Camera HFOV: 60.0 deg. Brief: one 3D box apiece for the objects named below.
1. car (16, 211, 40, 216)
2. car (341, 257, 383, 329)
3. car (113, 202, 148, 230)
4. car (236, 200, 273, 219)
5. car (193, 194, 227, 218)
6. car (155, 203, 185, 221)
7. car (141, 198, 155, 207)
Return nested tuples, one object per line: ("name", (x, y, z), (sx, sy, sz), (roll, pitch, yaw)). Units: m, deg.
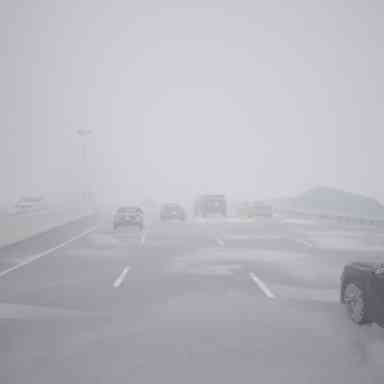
("car", (-17.871, 1.478, 37.079), (2.150, 2.045, 5.566), (-1, 0, -11))
("car", (3.655, 1.444, 4.134), (2.128, 1.511, 4.902), (-1, 0, -2))
("car", (-4.123, 1.612, 21.870), (2.033, 1.411, 5.357), (-1, 0, -9))
("car", (5.249, 1.419, 28.603), (1.882, 1.535, 5.008), (0, 0, -9))
("car", (1.596, 1.213, 30.417), (2.150, 2.045, 5.566), (0, 0, -10))
("car", (-1.734, 1.599, 27.666), (1.994, 1.385, 4.181), (-1, 0, -9))
("car", (-7.005, 1.681, 52.555), (1.994, 1.385, 4.181), (-1, 0, -17))
